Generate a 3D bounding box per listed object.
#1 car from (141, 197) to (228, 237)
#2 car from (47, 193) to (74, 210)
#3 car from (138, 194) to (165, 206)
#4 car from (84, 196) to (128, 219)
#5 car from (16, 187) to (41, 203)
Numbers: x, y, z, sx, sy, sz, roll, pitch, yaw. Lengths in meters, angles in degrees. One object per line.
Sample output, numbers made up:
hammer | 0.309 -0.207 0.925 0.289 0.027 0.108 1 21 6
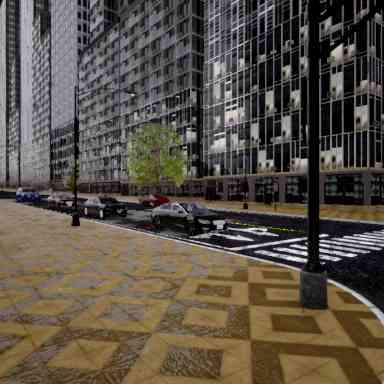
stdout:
car | -0.254 1.257 16.790 2.128 1.511 4.902 0 1 -38
car | -12.888 0.882 32.881 2.128 1.511 4.902 0 1 -38
car | -4.398 0.925 38.164 1.812 1.442 4.674 0 1 -38
car | -6.467 1.086 24.689 1.837 1.490 4.892 0 1 -38
car | -22.066 0.415 44.759 2.150 2.045 5.566 0 1 -38
